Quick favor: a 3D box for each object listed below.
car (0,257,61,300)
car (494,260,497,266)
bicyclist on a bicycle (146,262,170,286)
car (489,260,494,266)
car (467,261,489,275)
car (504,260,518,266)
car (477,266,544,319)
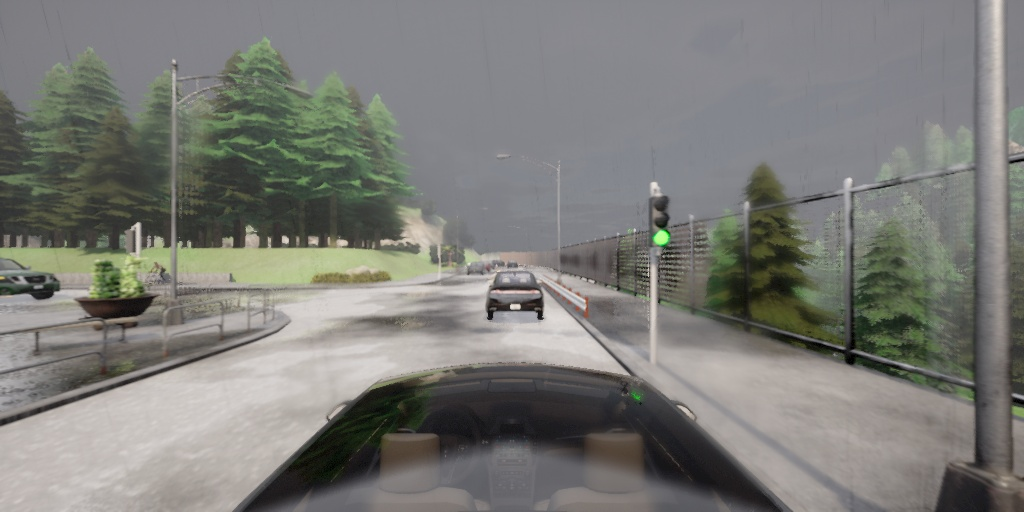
[{"bbox_3d":[-23.952,1.035,16.060,5.566,2.045,2.150,0,0,0],"label":"car"},{"bbox_3d":[-3.975,1.536,61.029,1.812,1.442,4.674,0,0,0],"label":"car"},{"bbox_3d":[-24.146,1.200,24.456,0.582,1.620,1.656,0,0,0],"label":"bicyclist on a bicycle"},{"bbox_3d":[-4.048,1.443,50.910,1.882,1.535,5.008,0,0,0],"label":"car"},{"bbox_3d":[-4.078,1.429,41.387,1.837,1.490,4.892,0,0,0],"label":"car"},{"bbox_3d":[0.022,1.506,65.146,1.882,1.535,5.008,0,0,-4],"label":"car"},{"bbox_3d":[0.102,1.293,13.046,2.128,1.511,4.902,0,0,0],"label":"car"}]
